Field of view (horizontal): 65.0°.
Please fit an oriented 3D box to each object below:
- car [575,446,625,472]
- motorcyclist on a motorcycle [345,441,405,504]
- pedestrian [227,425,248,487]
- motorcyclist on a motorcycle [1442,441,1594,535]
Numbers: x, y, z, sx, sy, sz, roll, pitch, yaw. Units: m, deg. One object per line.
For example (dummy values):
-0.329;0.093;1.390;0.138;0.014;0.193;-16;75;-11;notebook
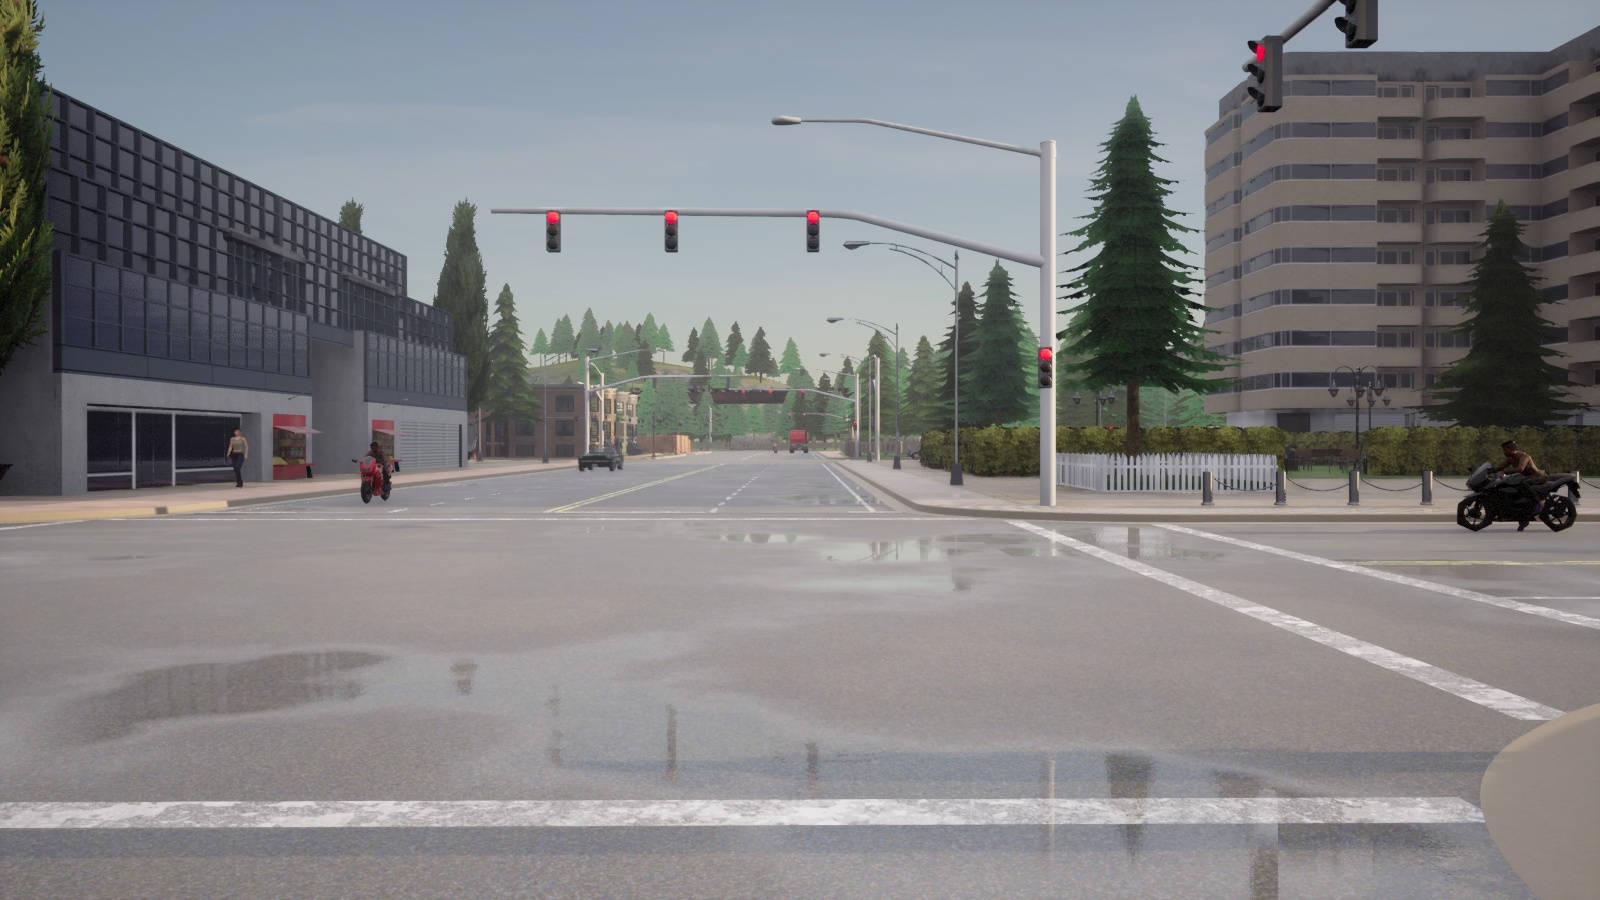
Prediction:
-10.667;0.458;67.315;1.895;1.301;4.718;0;0;0;car
-10.665;0.542;31.586;0.797;1.523;2.044;0;0;0;motorcyclist on a motorcycle
-16.877;0.179;37.674;0.345;1.836;0.594;0;0;5;pedestrian
11.870;0.621;20.800;2.044;1.523;0.797;0;0;0;motorcyclist on a motorcycle
